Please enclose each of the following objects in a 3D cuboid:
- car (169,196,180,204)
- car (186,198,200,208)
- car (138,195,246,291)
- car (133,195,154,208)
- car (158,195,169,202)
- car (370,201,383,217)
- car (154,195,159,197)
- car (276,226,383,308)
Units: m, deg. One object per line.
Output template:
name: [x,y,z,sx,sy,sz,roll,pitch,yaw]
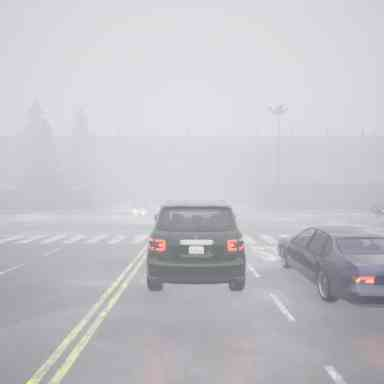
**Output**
car: [-3.506,1.540,67.025,2.033,1.411,5.357,0,0,0]
car: [0.108,1.558,48.059,1.994,1.385,4.181,0,0,0]
car: [0.093,1.220,9.133,2.150,2.045,5.566,0,0,0]
car: [-7.081,1.486,46.733,2.128,1.511,4.902,0,0,0]
car: [-6.889,1.520,80.075,2.033,1.411,5.357,0,0,2]
car: [18.559,1.163,28.833,5.566,2.045,2.150,0,0,0]
car: [-7.016,1.344,65.482,2.097,1.767,4.553,0,0,0]
car: [3.587,1.547,8.175,2.033,1.411,5.357,0,0,0]
